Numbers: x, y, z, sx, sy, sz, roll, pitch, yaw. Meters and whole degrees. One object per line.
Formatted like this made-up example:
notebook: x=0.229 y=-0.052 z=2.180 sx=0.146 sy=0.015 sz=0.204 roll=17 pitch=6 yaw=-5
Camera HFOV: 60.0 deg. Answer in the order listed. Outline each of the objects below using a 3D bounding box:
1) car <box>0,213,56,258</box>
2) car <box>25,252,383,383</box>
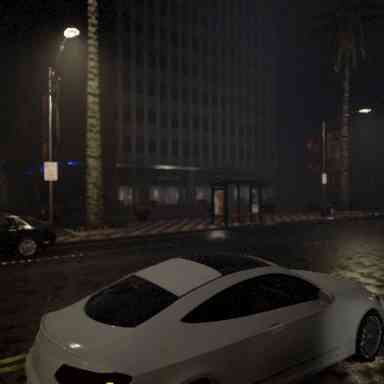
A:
car: x=-7.180 y=1.478 z=11.137 sx=4.892 sy=1.521 sz=2.231 roll=0 pitch=0 yaw=-35
car: x=0.541 y=1.507 z=4.133 sx=4.674 sy=1.442 sz=1.812 roll=0 pitch=0 yaw=-35
